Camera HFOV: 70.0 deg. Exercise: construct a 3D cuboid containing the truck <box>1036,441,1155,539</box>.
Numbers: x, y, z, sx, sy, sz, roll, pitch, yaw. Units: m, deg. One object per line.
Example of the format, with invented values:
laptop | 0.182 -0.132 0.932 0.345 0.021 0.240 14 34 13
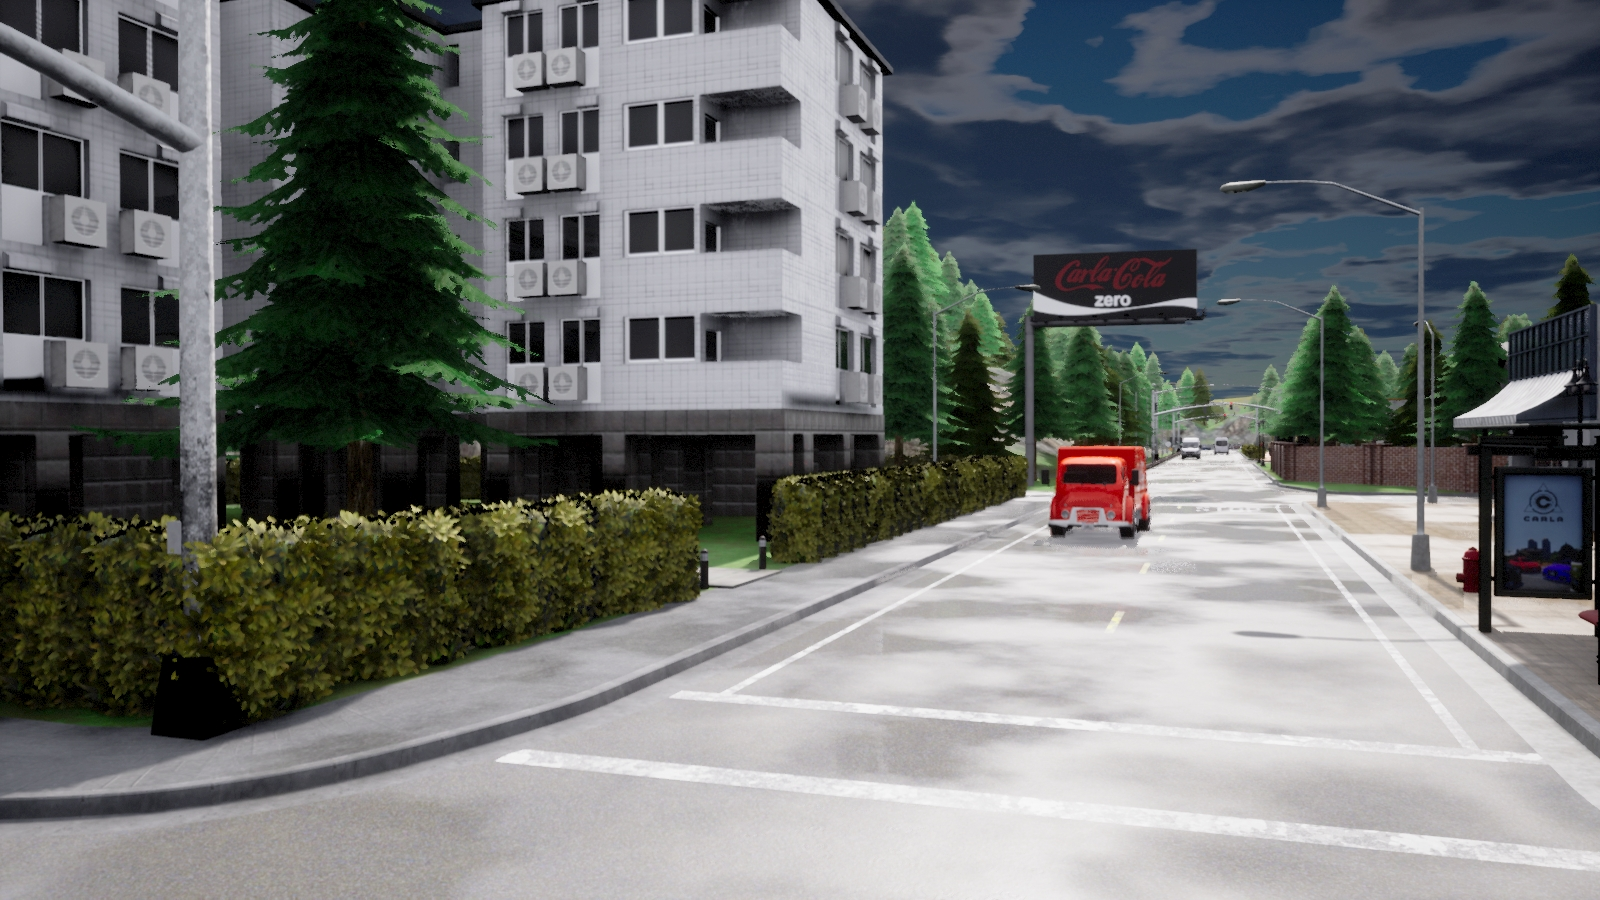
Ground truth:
truck | 8.350 0.997 31.889 2.627 2.467 5.204 0 1 21
